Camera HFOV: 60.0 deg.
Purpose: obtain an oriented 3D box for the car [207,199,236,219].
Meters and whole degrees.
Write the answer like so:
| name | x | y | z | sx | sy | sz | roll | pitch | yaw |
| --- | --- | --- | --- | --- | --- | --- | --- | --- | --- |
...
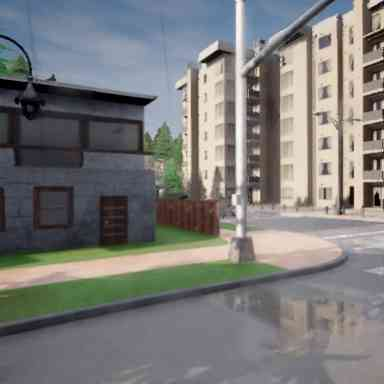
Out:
| name | x | y | z | sx | sy | sz | roll | pitch | yaw |
| --- | --- | --- | --- | --- | --- | --- | --- | --- | --- |
| car | 2.323 | 1.350 | 27.502 | 2.128 | 1.511 | 4.902 | 0 | 0 | -27 |
